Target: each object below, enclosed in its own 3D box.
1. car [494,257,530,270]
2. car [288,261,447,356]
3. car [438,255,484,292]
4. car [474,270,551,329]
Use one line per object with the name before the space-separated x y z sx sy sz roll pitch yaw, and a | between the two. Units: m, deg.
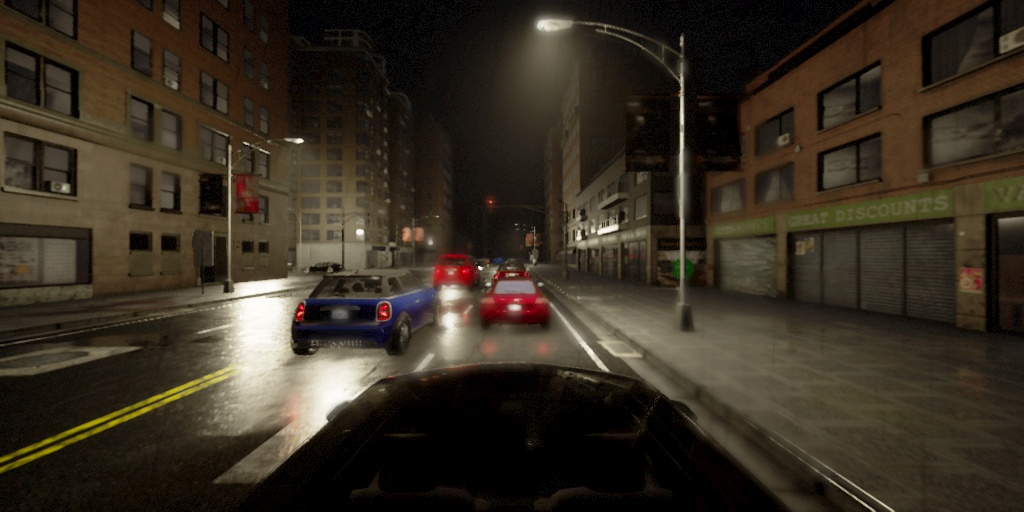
car | -0.001 1.097 21.202 2.097 1.767 4.553 0 0 0
car | -3.149 1.099 8.747 2.097 1.767 4.553 0 0 1
car | -3.151 0.967 21.239 2.150 2.045 5.566 0 0 0
car | 0.095 1.311 11.281 1.994 1.385 4.181 0 0 0
